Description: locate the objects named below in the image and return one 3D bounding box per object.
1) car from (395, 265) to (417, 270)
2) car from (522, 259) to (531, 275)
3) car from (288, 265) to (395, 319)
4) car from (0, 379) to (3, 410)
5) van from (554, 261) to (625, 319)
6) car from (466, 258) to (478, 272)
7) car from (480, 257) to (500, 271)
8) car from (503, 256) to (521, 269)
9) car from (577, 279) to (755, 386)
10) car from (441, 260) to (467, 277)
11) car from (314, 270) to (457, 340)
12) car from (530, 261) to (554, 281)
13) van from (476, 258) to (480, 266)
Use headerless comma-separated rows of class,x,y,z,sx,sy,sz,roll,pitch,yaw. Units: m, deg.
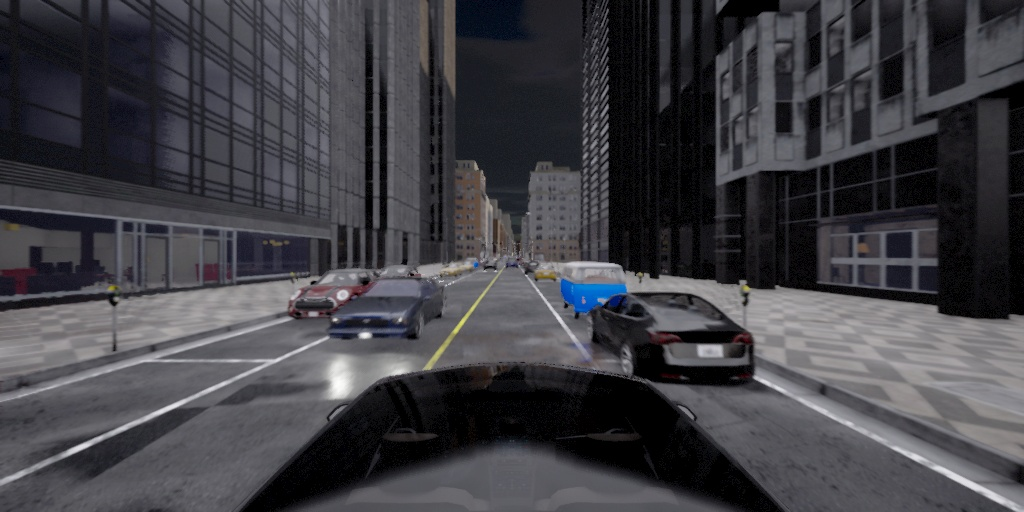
car,-5.857,1.195,18.195,1.967,1.591,4.097,0,0,0
car,2.352,1.317,40.200,1.812,1.442,4.674,0,0,0
car,-5.858,1.191,12.557,1.967,1.591,4.097,0,0,0
car,-5.857,1.065,1.278,2.192,1.841,5.009,0,0,0
van,2.668,1.092,12.541,1.690,1.789,3.998,0,0,0
car,-5.858,1.327,46.223,1.751,1.417,4.829,0,0,0
car,-3.074,1.312,51.566,1.837,1.490,4.892,0,0,0
car,0.005,1.165,60.013,2.097,1.767,4.553,0,0,0
car,2.668,1.315,6.903,1.948,1.339,4.313,0,0,0
car,-5.862,1.308,34.907,1.751,1.417,4.829,0,0,1
car,-3.099,1.298,10.232,2.033,1.411,5.357,0,0,0
car,2.672,1.297,29.662,1.751,1.417,4.829,0,0,1
van,-5.858,1.149,52.036,1.690,1.789,3.998,0,0,0
